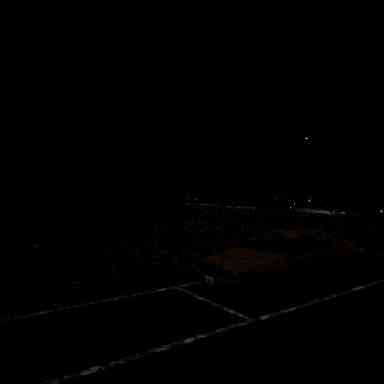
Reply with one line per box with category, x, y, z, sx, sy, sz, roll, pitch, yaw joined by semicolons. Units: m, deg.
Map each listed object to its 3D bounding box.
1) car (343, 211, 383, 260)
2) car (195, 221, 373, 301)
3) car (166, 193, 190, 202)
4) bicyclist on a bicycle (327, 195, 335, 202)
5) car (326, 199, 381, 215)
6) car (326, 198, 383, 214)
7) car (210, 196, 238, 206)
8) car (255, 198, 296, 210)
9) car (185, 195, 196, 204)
car;7.105;1.547;11.641;4.507;1.381;1.887;0;1;-35
car;2.345;1.526;8.337;4.829;1.417;1.752;0;1;-35
car;-2.589;1.052;61.051;2.128;1.511;4.902;1;0;-34
bicyclist on a bicycle;16.282;1.158;38.904;1.656;1.620;0.582;0;0;-34
car;16.162;1.465;33.489;1.895;1.301;4.718;1;0;-33
car;14.675;1.341;30.209;2.128;1.511;4.902;1;0;-34
car;4.313;1.247;45.347;1.994;1.385;4.181;1;0;-34
car;9.437;1.367;37.854;1.895;1.301;4.718;1;0;-34
car;-1.283;1.192;53.556;1.895;1.301;4.718;1;0;-34
